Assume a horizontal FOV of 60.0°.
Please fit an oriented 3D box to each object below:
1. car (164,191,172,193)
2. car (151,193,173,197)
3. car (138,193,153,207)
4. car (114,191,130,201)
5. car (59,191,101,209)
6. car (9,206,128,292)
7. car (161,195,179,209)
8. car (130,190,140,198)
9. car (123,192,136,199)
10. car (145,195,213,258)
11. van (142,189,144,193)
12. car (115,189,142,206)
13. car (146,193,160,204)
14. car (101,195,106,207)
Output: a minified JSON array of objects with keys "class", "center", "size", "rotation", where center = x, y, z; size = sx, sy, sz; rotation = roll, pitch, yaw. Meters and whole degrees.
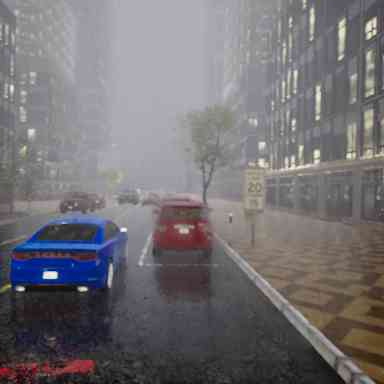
[{"class":"car","center":[-3.898,0.972,56.725],"size":[1.887,1.381,4.507],"rotation":[1,1,-4]},{"class":"car","center":[-0.937,1.169,17.929],"size":[2.192,1.841,5.009],"rotation":[1,1,-4]},{"class":"car","center":[-5.264,1.131,41.701],"size":[1.895,1.301,4.718],"rotation":[1,1,-4]},{"class":"car","center":[-11.752,0.683,56.126],"size":[1.967,1.590,4.097],"rotation":[1,1,-4]},{"class":"car","center":[-9.647,0.861,28.412],"size":[2.192,1.841,5.009],"rotation":[1,1,-4]},{"class":"car","center":[-2.823,1.373,8.657],"size":[1.882,1.535,5.008],"rotation":[1,1,-4]},{"class":"car","center":[-2.638,1.159,40.097],"size":[2.008,1.369,4.403],"rotation":[1,1,-4]},{"class":"car","center":[-13.432,0.445,78.296],"size":[1.967,1.590,4.097],"rotation":[1,1,-4]},{"class":"car","center":[-12.594,0.675,67.211],"size":[2.008,1.369,4.403],"rotation":[1,1,-4]},{"class":"car","center":[-0.420,1.233,12.395],"size":[2.192,1.841,5.009],"rotation":[1,1,-4]},{"class":"van","center":[-13.851,0.287,83.837],"size":[1.690,1.788,3.998],"rotation":[1,1,-4]},{"class":"car","center":[-8.217,0.664,43.513],"size":[2.150,2.045,5.566],"rotation":[1,1,-4]},{"class":"car","center":[-6.063,0.899,51.627],"size":[1.882,1.535,5.008],"rotation":[1,1,-4]},{"class":"car","center":[-10.071,0.925,33.956],"size":[1.967,1.590,4.097],"rotation":[1,1,-4]}]
